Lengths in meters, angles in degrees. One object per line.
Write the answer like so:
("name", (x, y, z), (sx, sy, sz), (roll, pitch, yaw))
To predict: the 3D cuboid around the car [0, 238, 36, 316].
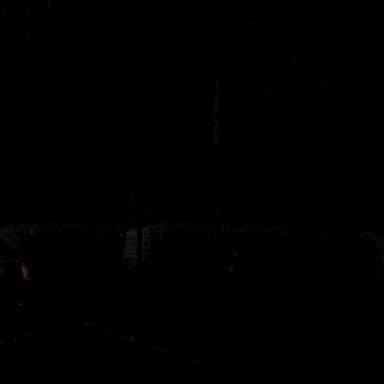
("car", (-4.899, 1.512, 6.460), (4.097, 1.590, 1.967), (-1, 0, 36))
